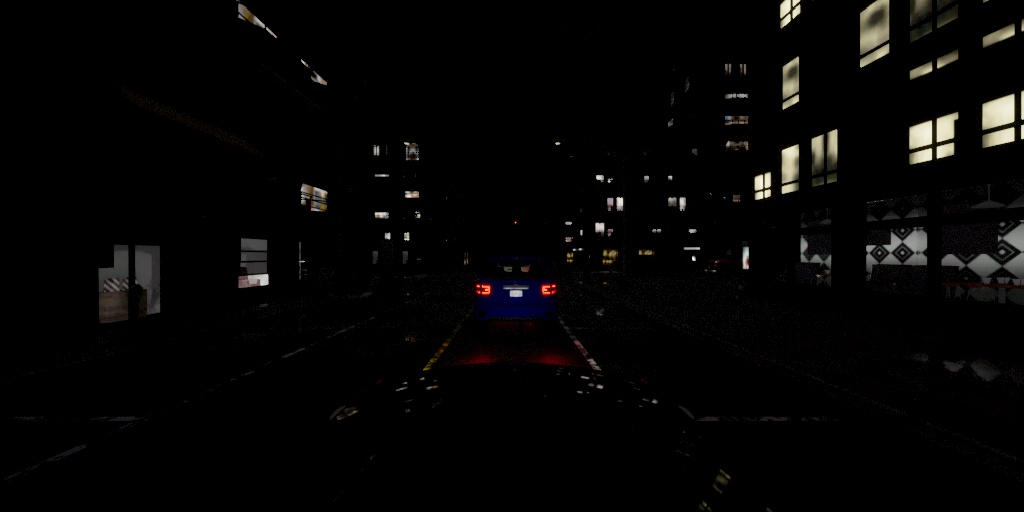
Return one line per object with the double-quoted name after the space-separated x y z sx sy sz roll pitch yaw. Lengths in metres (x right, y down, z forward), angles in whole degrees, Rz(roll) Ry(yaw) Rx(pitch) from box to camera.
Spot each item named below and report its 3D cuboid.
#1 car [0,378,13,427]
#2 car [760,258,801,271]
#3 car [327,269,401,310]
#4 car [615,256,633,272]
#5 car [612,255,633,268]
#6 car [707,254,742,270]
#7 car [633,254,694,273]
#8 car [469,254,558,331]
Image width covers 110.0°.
-5.690 1.300 1.566 2.007 1.370 4.403 0 0 0 "car"
25.807 0.822 34.556 4.313 1.339 1.948 0 0 0 "car"
-5.739 1.332 14.483 1.802 1.307 4.207 0 0 0 "car"
14.422 0.983 40.230 4.674 1.442 1.812 -1 0 -1 "car"
14.580 0.764 42.840 5.009 1.841 2.192 0 0 0 "car"
24.450 0.622 40.334 4.553 1.767 2.097 -1 0 0 "car"
14.713 0.778 34.461 5.009 1.841 2.192 0 0 0 "car"
0.099 0.971 11.079 2.150 2.045 5.566 0 0 0 "car"
